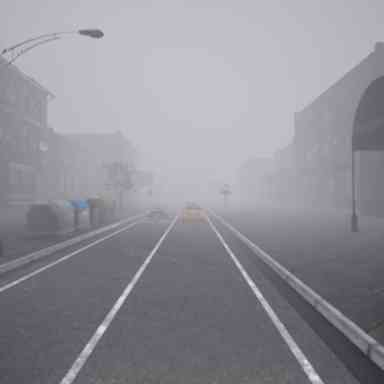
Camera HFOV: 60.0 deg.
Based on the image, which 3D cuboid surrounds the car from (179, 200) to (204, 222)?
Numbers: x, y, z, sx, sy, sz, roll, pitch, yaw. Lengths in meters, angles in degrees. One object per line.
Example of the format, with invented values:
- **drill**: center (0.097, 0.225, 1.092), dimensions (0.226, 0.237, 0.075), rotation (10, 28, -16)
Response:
- **car**: center (0.080, 1.719, 28.620), dimensions (1.801, 1.575, 5.366), rotation (0, -1, 0)

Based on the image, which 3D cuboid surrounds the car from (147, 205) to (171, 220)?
- **car**: center (-3.106, 1.900, 31.784), dimensions (1.895, 1.301, 4.718), rotation (0, -1, 0)

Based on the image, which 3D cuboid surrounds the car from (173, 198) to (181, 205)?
- **car**: center (-3.040, 2.125, 72.361), dimensions (2.128, 1.511, 4.902), rotation (0, 0, 0)

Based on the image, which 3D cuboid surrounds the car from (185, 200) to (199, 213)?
- **car**: center (0.013, 1.948, 45.519), dimensions (1.837, 1.490, 4.892), rotation (0, 0, 0)
